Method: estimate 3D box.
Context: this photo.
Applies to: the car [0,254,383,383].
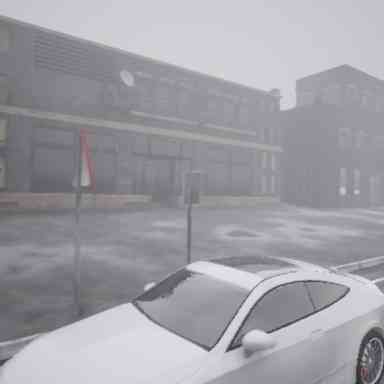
[{"bbox_3d":[0.460,1.523,3.708,4.674,1.442,1.812,0,0,-36],"label":"car"}]
